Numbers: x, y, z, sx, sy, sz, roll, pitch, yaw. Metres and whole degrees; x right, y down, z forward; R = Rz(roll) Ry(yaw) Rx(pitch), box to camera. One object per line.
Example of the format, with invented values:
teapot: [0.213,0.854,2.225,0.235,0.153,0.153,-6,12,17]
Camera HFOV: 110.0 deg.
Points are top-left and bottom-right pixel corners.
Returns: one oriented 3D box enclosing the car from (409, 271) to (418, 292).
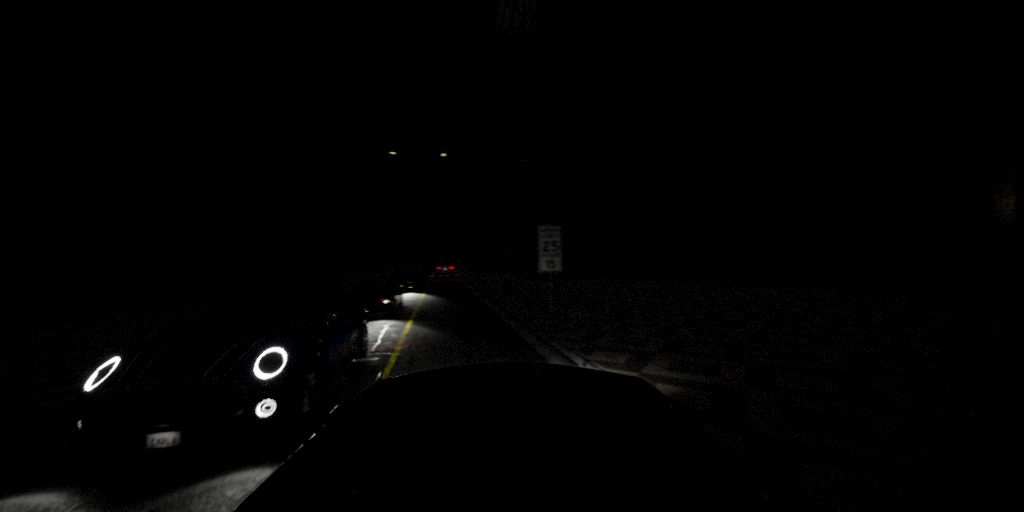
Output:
car: [-7.609,1.724,24.808,1.994,1.385,4.181,-1,-1,-11]

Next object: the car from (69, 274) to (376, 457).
car: [-3.787,1.224,5.693,2.097,1.767,4.553,-1,-1,-10]

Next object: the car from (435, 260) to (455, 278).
car: [-8.132,1.560,43.365,2.150,2.045,5.566,-1,0,-12]

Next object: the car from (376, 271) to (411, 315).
car: [-5.637,1.561,15.028,2.033,1.411,5.357,-1,-1,-11]
